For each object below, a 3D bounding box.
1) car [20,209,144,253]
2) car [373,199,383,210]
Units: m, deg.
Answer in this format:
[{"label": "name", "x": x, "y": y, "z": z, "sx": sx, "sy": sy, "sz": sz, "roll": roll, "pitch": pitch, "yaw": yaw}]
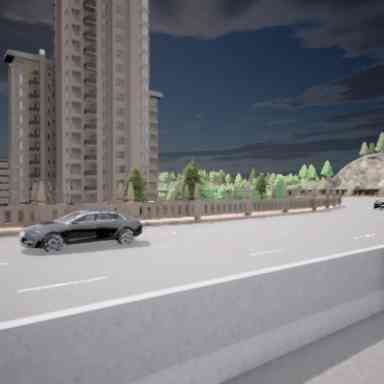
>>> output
[{"label": "car", "x": -4.389, "y": 1.484, "z": 13.792, "sx": 4.902, "sy": 1.511, "sz": 2.128, "roll": 0, "pitch": 0, "yaw": -36}, {"label": "car", "x": 24.685, "y": 1.614, "z": 43.119, "sx": 1.895, "sy": 1.301, "sz": 4.718, "roll": 0, "pitch": 0, "yaw": 31}]
